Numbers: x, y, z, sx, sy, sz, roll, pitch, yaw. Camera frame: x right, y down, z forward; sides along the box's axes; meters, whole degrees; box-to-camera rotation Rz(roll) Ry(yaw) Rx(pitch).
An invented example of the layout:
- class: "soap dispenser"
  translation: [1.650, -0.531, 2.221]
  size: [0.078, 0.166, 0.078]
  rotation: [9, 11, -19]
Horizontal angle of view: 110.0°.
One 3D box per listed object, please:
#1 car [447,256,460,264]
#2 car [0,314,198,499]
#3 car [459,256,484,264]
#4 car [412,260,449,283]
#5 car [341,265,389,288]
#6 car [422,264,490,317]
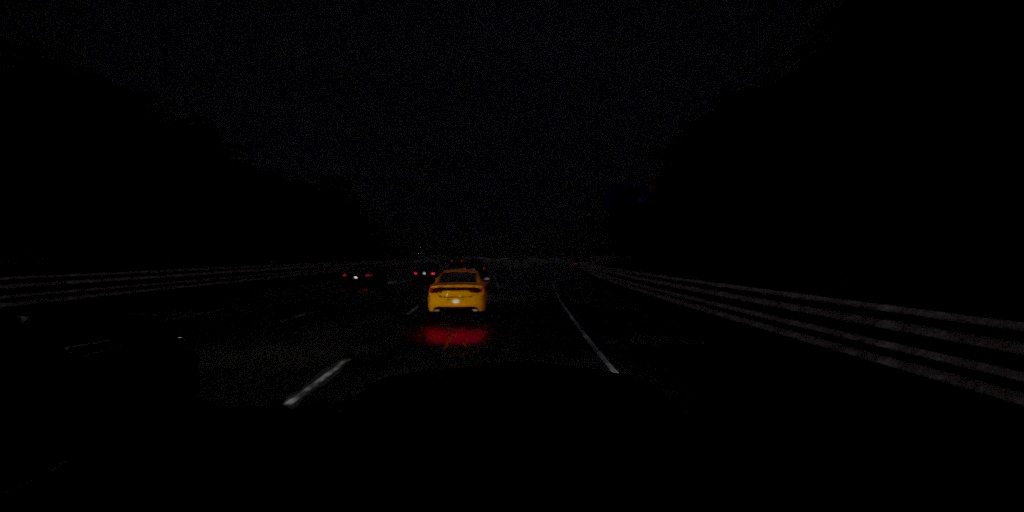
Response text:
- class: "car"
  translation: [-9.127, 1.016, 59.926]
  size: [2.150, 2.045, 5.566]
  rotation: [0, -1, -6]
- class: "car"
  translation: [-4.425, 0.961, 1.556]
  size: [2.150, 2.045, 5.566]
  rotation: [0, 0, -4]
- class: "car"
  translation: [-3.196, 1.089, 31.114]
  size: [2.097, 1.767, 4.553]
  rotation: [0, 0, -4]
- class: "car"
  translation: [-6.337, 1.274, 27.561]
  size: [2.033, 1.411, 5.357]
  rotation: [0, 0, -4]
- class: "car"
  translation: [-9.553, 1.281, 23.556]
  size: [1.994, 1.385, 4.181]
  rotation: [0, 0, -4]
- class: "car"
  translation: [-1.876, 1.219, 13.291]
  size: [1.882, 1.535, 5.008]
  rotation: [0, 0, -4]
